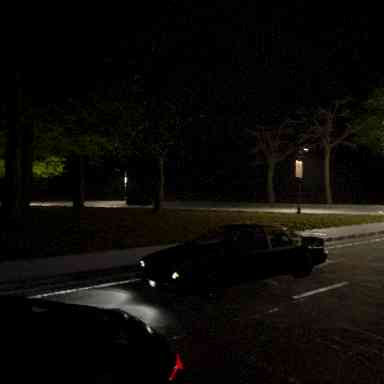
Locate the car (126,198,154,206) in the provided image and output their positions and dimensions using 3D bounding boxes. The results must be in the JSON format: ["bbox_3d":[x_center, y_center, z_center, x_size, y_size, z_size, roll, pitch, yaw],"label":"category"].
[{"bbox_3d":[-9.269,1.778,58.810,5.357,1.411,2.033,0,0,32],"label":"car"}]

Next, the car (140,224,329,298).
[{"bbox_3d":[1.327,1.556,8.605,5.357,1.411,2.033,0,0,-35],"label":"car"}]

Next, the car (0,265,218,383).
[{"bbox_3d":[-2.050,1.564,2.224,4.181,1.385,1.994,0,0,-35],"label":"car"}]
